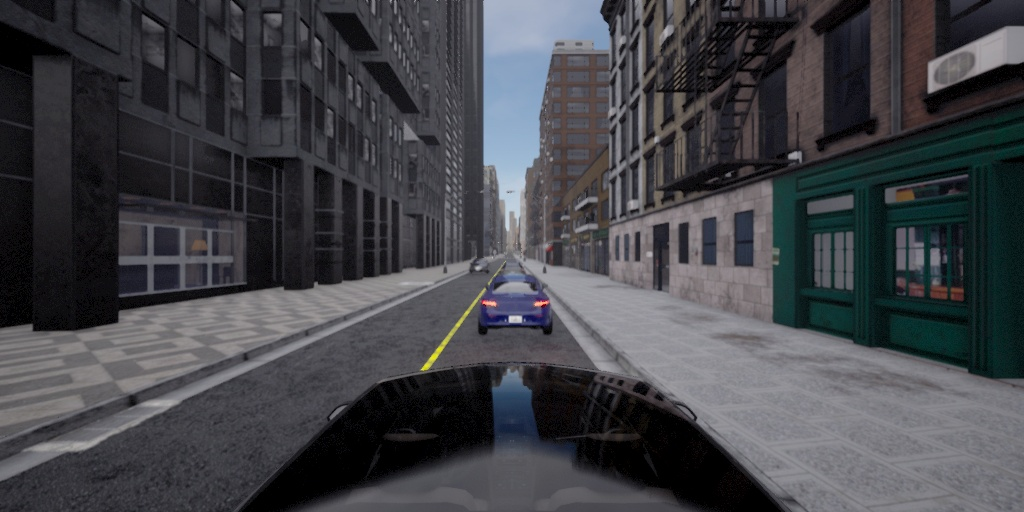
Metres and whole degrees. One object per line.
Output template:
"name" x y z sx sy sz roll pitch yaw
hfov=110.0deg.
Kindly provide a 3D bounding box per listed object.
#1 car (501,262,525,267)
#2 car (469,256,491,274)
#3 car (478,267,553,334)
"car" 0.043 1.125 28.263 1.994 1.385 4.181 0 0 0
"car" -3.166 0.997 35.887 2.128 1.511 4.902 0 0 0
"car" 0.082 1.215 10.214 1.812 1.442 4.674 0 0 0
